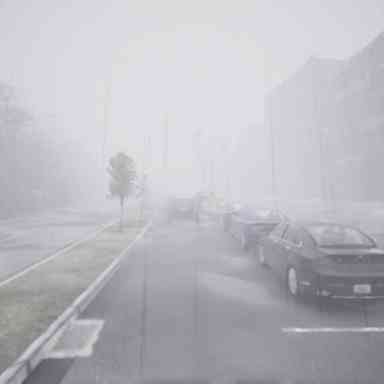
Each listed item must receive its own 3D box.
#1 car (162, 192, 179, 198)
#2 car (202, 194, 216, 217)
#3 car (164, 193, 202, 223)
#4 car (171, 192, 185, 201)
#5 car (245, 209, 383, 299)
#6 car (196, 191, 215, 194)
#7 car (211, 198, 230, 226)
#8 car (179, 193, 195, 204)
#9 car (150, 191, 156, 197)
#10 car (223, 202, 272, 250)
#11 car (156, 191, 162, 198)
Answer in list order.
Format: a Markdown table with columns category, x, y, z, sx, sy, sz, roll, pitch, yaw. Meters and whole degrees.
| category | x | y | z | sx | sy | sz | roll | pitch | yaw |
| --- | --- | --- | --- | --- | --- | --- | --- | --- | --- |
| car | -2.347 | 1.117 | 41.712 | 2.128 | 1.511 | 4.902 | 0 | 1 | -7 |
| car | 1.832 | 1.232 | 30.687 | 1.946 | 1.575 | 5.366 | 0 | 1 | -4 |
| car | -0.682 | 1.168 | 23.496 | 2.097 | 1.767 | 4.553 | 0 | 0 | -3 |
| car | -2.814 | 0.829 | 63.644 | 1.946 | 1.575 | 5.366 | 0 | 1 | -11 |
| car | 2.954 | 1.422 | 8.270 | 2.231 | 1.521 | 4.892 | 0 | 0 | -1 |
| car | 1.327 | 0.928 | 36.071 | 2.435 | 2.045 | 5.566 | 0 | 1 | -6 |
| car | 2.569 | 1.335 | 19.394 | 2.097 | 1.535 | 5.008 | 0 | 0 | -2 |
| car | -0.856 | 0.972 | 52.802 | 1.946 | 1.575 | 5.366 | 0 | 1 | -9 |
| car | -9.389 | 0.437 | 90.474 | 2.231 | 1.521 | 4.892 | 0 | 1 | -15 |
| car | 2.789 | 1.378 | 13.830 | 2.097 | 1.535 | 5.008 | 0 | 0 | -2 |
| car | -6.558 | 0.603 | 79.853 | 2.097 | 1.535 | 5.008 | 0 | 1 | -14 |
